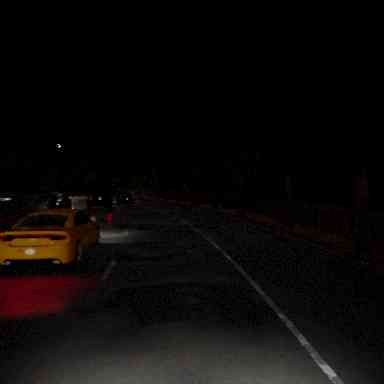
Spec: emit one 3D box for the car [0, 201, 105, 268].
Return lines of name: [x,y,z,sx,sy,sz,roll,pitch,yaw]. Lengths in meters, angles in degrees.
car: [-4.258,1.283,10.688,1.882,1.535,5.008,0,1,-6]

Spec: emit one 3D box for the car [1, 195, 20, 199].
car: [-7.816,1.162,10.954,2.097,1.767,4.553,0,1,-6]

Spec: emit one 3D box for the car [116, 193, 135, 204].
car: [-8.551,0.787,42.679,1.994,1.385,4.181,-1,1,-17]

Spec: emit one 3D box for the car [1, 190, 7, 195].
car: [-39.727,0.422,71.907,2.097,1.767,4.553,-1,-1,-17]

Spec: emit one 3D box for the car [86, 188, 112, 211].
car: [-8.769,0.653,31.467,2.150,2.045,5.566,-1,1,-17]

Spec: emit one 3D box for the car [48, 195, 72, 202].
car: [-12.131,1.011,30.576,2.033,1.411,5.357,-1,1,-17]

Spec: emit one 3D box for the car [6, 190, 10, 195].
car: [-33.554,0.555,63.848,1.895,1.301,4.718,-1,1,-17]

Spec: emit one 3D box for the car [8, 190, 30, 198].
car: [-25.602,0.769,49.852,1.895,1.301,4.718,-1,1,-17]
